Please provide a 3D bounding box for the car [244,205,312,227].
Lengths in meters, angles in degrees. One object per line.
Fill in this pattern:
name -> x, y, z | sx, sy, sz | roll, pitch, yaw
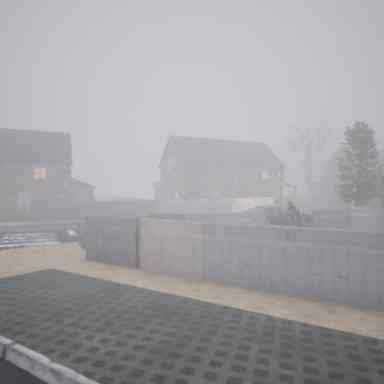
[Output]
car -> 5.255, 1.549, 21.281 | 5.357, 1.411, 2.033 | 0, 1, -24

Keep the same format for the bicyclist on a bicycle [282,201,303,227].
bicyclist on a bicycle -> 5.440, 1.347, 18.127 | 0.582, 1.620, 1.656 | 0, 1, -24
